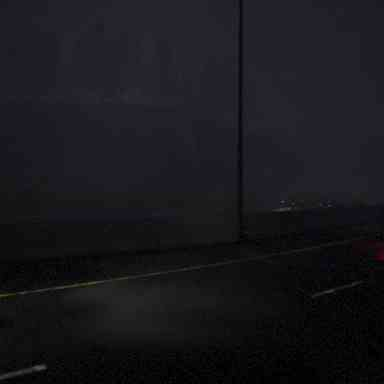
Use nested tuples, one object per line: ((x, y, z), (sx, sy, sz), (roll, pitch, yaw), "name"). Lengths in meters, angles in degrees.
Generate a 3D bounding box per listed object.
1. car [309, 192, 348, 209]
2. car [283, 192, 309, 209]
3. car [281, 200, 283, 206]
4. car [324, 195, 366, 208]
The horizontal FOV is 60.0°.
((16.434, 1.055, 38.829), (5.566, 2.045, 2.150), (0, 0, -40), "car")
((14.211, 1.031, 41.532), (5.566, 2.045, 2.150), (0, 0, -40), "car")
((14.395, 1.287, 46.235), (4.892, 1.490, 1.837), (1, 0, -40), "car")
((15.821, 1.335, 33.762), (5.008, 1.535, 1.882), (0, 0, -40), "car")
